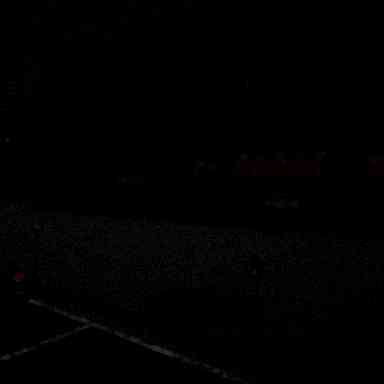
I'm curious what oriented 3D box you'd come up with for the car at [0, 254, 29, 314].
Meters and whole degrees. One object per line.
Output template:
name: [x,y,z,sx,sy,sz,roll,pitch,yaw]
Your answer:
car: [-4.627,1.486,6.097,4.206,1.307,1.802,1,1,35]
